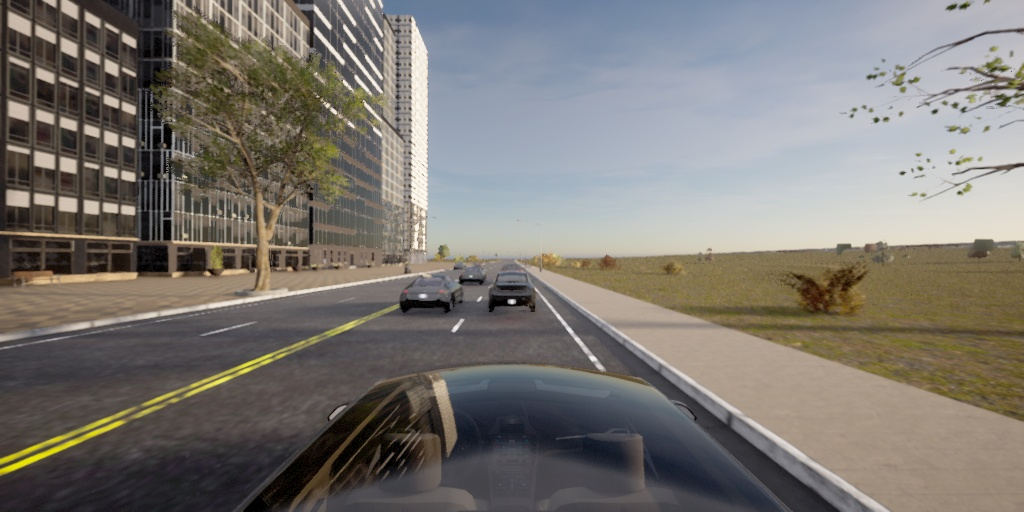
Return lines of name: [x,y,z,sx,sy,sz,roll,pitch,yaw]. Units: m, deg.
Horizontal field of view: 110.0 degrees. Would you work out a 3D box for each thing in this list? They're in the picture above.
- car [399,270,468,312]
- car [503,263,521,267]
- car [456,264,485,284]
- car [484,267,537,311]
car: [-3.238,1.455,15.126,1.994,1.385,4.181,0,-1,1]
car: [0.012,1.400,30.258,2.097,1.767,4.553,0,-1,0]
car: [-3.238,1.615,30.368,1.994,1.385,4.181,0,-1,0]
car: [0.014,1.400,15.332,1.837,1.490,4.892,0,0,0]
